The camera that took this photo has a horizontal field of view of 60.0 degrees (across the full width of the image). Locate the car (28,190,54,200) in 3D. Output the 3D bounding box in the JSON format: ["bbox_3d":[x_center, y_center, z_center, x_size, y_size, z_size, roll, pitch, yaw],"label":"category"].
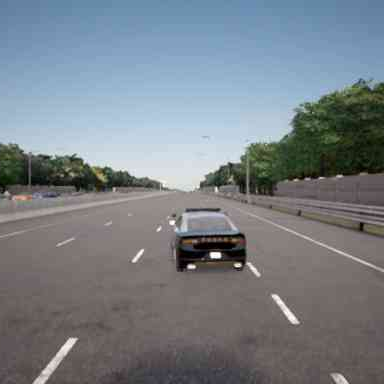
[{"bbox_3d":[-24.740,0.729,55.878,2.150,2.045,5.566,0,0,0],"label":"car"}]

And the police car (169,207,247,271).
[{"bbox_3d":[0.338,1.298,10.679,1.930,1.638,5.238,-1,1,-5],"label":"police car"}]

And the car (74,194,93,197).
[{"bbox_3d":[-17.753,1.033,55.996,1.812,1.442,4.674,0,0,0],"label":"car"}]

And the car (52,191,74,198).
[{"bbox_3d":[-21.247,1.012,55.959,1.837,1.490,4.892,0,0,0],"label":"car"}]

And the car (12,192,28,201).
[{"bbox_3d":[-28.231,0.859,55.974,2.097,1.767,4.553,0,0,0],"label":"car"}]
